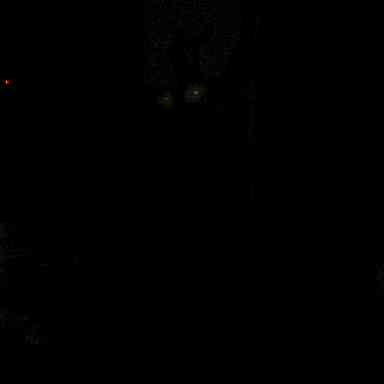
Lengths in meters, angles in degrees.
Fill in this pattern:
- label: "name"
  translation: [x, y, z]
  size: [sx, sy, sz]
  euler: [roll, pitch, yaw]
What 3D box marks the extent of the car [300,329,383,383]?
- label: "car"
  translation: [2.738, 1.315, 0.853]
  size: [5.009, 1.841, 2.192]
  euler: [0, 0, 36]
